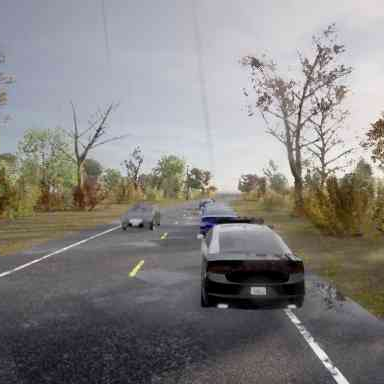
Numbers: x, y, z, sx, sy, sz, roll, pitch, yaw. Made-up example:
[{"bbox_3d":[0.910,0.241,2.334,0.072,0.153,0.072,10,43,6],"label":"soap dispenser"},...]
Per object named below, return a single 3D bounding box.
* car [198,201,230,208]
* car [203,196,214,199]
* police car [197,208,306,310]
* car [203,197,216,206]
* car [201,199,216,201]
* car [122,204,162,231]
[{"bbox_3d":[1.411,1.486,17.912,1.882,1.535,5.008,0,0,2],"label":"car"},{"bbox_3d":[2.048,1.605,46.562,1.812,1.442,4.674,0,0,6],"label":"car"},{"bbox_3d":[1.145,1.428,8.069,1.930,1.638,5.238,0,0,1],"label":"police car"},{"bbox_3d":[3.211,1.637,60.344,2.128,1.511,4.902,0,0,6],"label":"car"},{"bbox_3d":[1.648,1.492,23.881,1.882,1.535,5.008,0,0,3],"label":"car"},{"bbox_3d":[-2.999,1.502,20.638,2.128,1.511,4.902,0,0,2],"label":"car"}]
